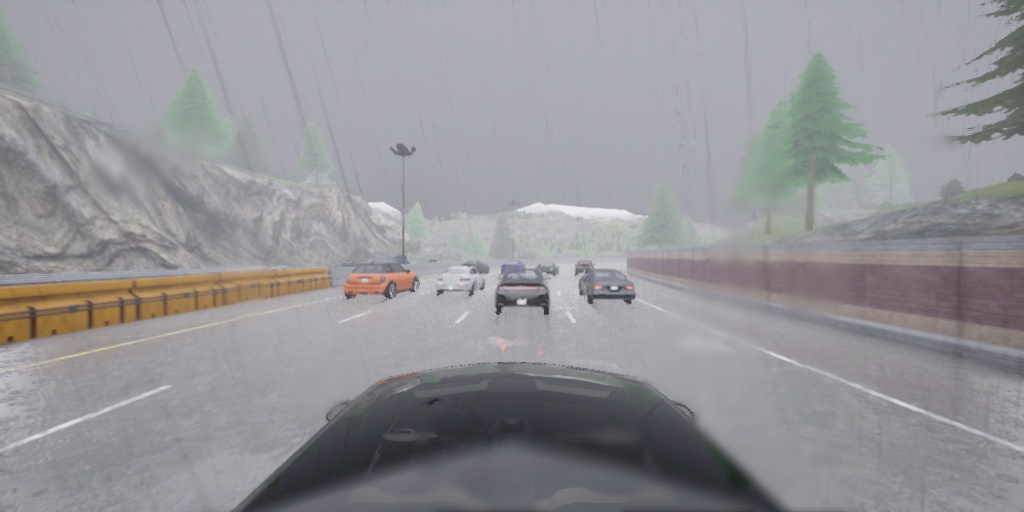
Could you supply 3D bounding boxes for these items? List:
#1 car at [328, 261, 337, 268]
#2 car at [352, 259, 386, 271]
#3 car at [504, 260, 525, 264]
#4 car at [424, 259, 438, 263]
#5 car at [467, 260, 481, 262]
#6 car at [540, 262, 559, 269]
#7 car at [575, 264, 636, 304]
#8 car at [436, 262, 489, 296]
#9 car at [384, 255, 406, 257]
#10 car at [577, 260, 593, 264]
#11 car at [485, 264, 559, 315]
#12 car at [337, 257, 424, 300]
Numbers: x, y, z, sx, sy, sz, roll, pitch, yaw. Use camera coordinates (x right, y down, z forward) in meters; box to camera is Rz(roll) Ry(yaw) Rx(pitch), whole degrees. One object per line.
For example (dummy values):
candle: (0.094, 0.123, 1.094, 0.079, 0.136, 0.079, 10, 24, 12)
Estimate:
car: (-22.303, 1.150, 47.812, 2.128, 1.511, 4.902, 0, 0, 15)
car: (-18.807, 1.184, 47.365, 1.812, 1.442, 4.674, 0, 0, 15)
car: (0.240, 1.157, 36.346, 1.882, 1.535, 5.008, 0, 0, 12)
car: (-11.430, 1.165, 47.729, 1.837, 1.490, 4.892, 0, 0, 16)
car: (-3.557, 1.174, 35.350, 2.128, 1.511, 4.902, 0, 0, 12)
car: (3.532, 1.283, 35.172, 1.895, 1.301, 4.718, 0, 0, 13)
car: (4.110, 1.268, 16.192, 2.033, 1.411, 5.357, 0, 0, 5)
car: (-2.625, 1.241, 18.934, 1.812, 1.442, 4.674, 0, 0, 5)
car: (-15.506, 0.882, 46.268, 2.150, 2.045, 5.566, 0, 0, 15)
car: (7.412, 1.184, 36.282, 1.837, 1.490, 4.892, 0, 0, 13)
car: (0.443, 1.217, 13.554, 2.128, 1.511, 4.902, 0, 0, 3)
car: (-6.240, 1.070, 17.720, 2.097, 1.767, 4.553, 0, 0, 5)
